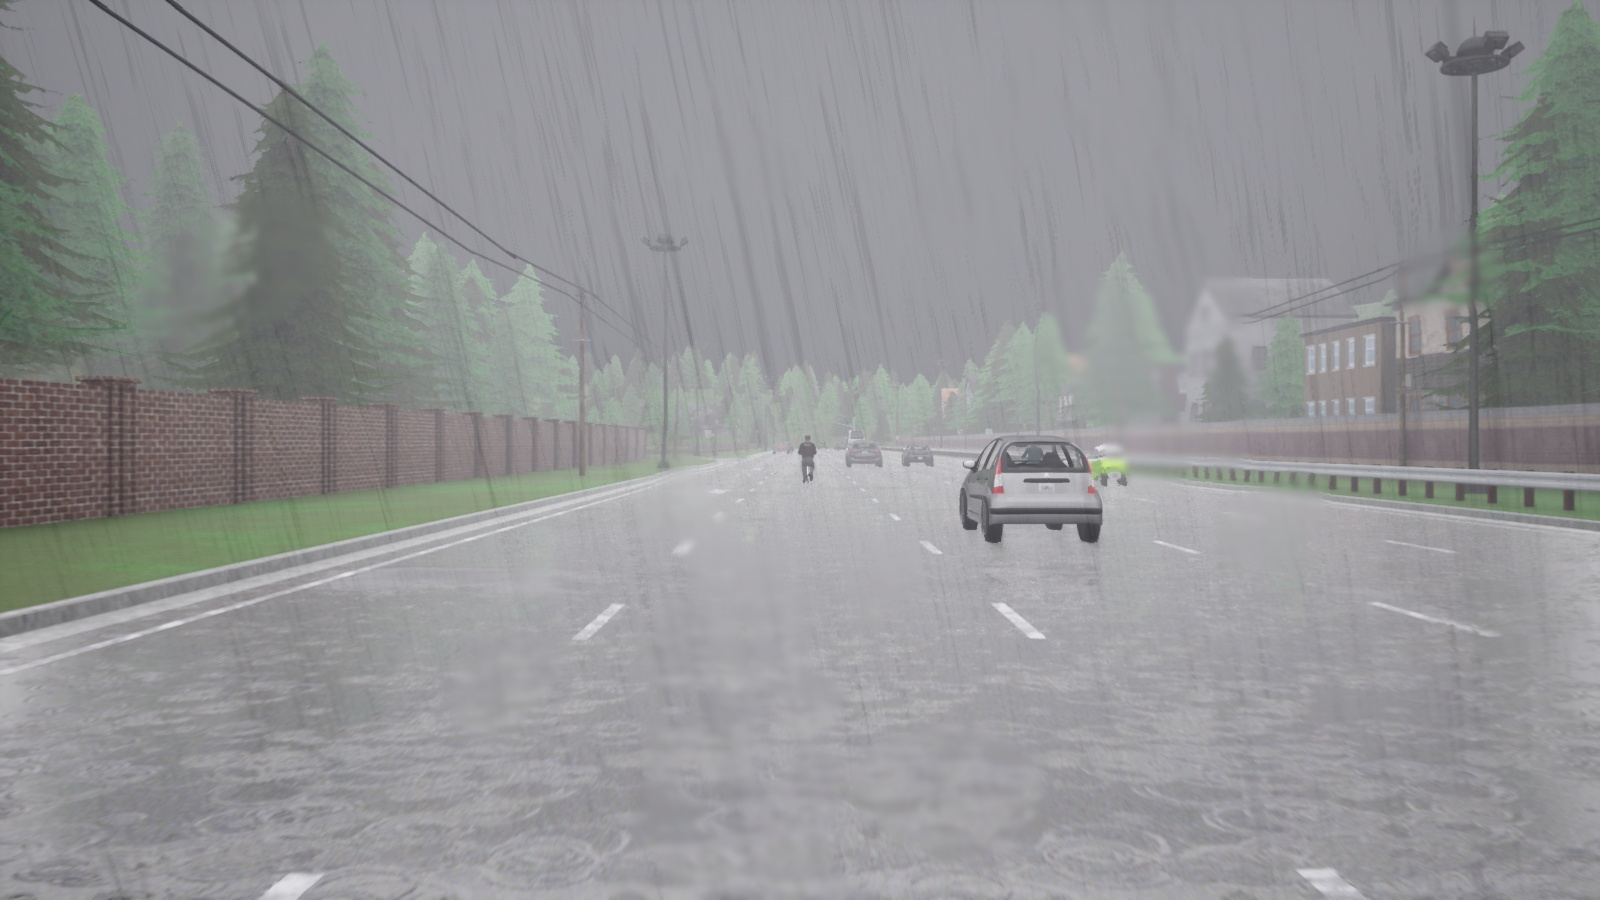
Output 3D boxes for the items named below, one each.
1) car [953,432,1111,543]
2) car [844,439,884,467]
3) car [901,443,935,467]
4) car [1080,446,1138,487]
[{"bbox_3d":[3.631,0.533,20.342,1.851,1.617,3.988,0,0,0],"label":"car"},{"bbox_3d":[3.963,0.153,78.321,2.242,1.667,4.611,0,0,0],"label":"car"},{"bbox_3d":[7.472,0.316,79.944,1.816,1.474,4.193,0,0,0],"label":"car"},{"bbox_3d":[10.766,0.563,43.864,1.481,1.376,2.207,0,1,0],"label":"car"}]
